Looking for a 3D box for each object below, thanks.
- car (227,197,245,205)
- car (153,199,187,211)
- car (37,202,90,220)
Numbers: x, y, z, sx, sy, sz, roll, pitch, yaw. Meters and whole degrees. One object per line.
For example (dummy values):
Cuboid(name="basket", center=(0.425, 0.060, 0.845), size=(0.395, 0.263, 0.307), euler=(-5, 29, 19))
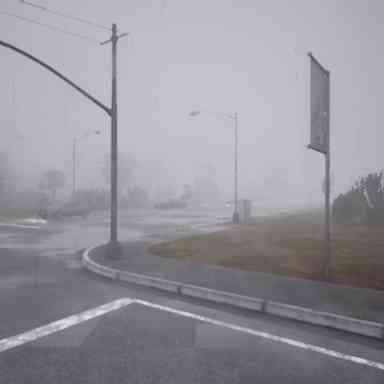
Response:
Cuboid(name="car", center=(7.866, 1.502, 56.928), size=(2.033, 1.411, 5.357), euler=(0, 0, 32))
Cuboid(name="car", center=(-2.609, 1.527, 40.468), size=(1.895, 1.301, 4.718), euler=(0, 0, 32))
Cuboid(name="car", center=(-10.633, 1.492, 27.707), size=(1.994, 1.385, 4.181), euler=(0, 0, 32))
